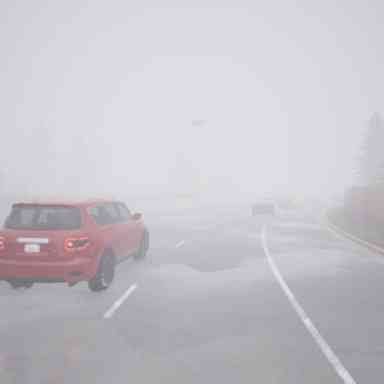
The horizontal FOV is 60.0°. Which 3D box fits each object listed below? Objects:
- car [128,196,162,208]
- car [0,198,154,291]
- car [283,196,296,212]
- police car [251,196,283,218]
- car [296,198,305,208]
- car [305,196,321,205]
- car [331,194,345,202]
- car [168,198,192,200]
[{"bbox_3d":[-6.422,1.303,46.087,2.033,1.411,5.357,0,0,27],"label":"car"},{"bbox_3d":[-2.777,1.165,9.051,2.150,2.045,5.566,0,0,6],"label":"car"},{"bbox_3d":[9.991,1.229,37.510,2.097,1.767,4.553,0,0,26],"label":"car"},{"bbox_3d":[6.604,1.322,29.671,1.930,1.638,5.238,0,0,21],"label":"police car"},{"bbox_3d":[12.533,1.324,42.307,1.801,1.575,5.366,0,0,30],"label":"car"},{"bbox_3d":[19.630,1.411,54.791,1.994,1.385,4.181,1,0,41],"label":"car"},{"bbox_3d":[28.655,1.210,64.395,4.892,1.490,1.837,0,0,-40],"label":"car"},{"bbox_3d":[-1.896,0.994,47.240,2.150,2.045,5.566,0,0,28],"label":"car"}]
